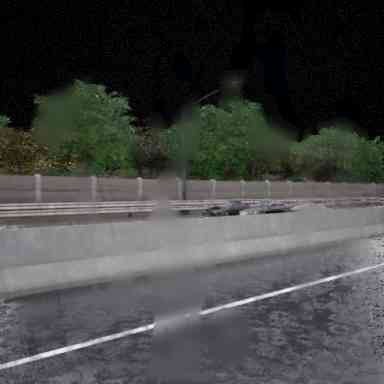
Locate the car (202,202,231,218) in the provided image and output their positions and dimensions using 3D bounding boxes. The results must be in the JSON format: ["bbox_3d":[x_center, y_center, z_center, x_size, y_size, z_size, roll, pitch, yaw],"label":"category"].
[{"bbox_3d":[3.447,1.508,27.944,5.357,1.411,2.033,0,0,-35],"label":"car"}]

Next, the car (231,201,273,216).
[{"bbox_3d":[5.679,1.452,25.234,4.902,1.511,2.128,0,0,-35],"label":"car"}]

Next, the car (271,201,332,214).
[{"bbox_3d":[7.764,1.486,22.423,4.674,1.442,1.812,0,0,-35],"label":"car"}]
